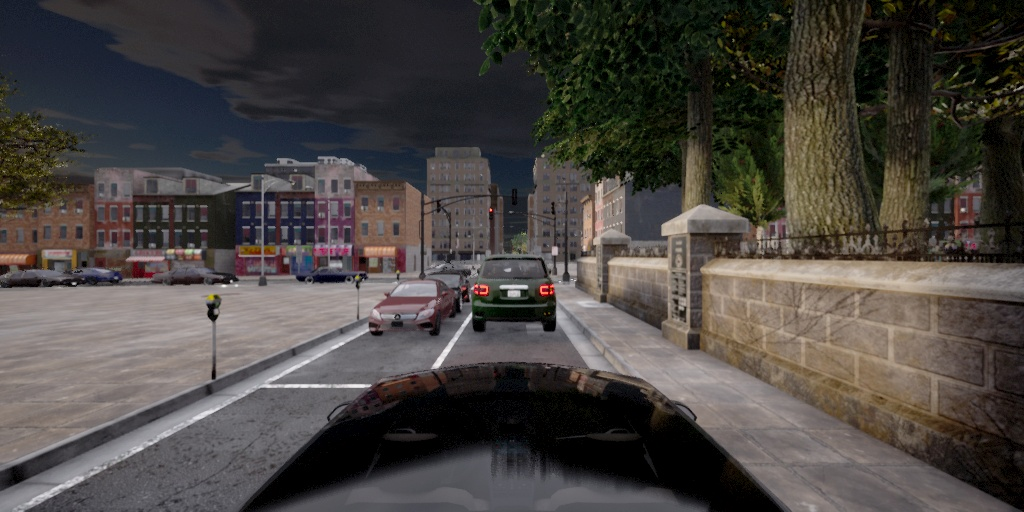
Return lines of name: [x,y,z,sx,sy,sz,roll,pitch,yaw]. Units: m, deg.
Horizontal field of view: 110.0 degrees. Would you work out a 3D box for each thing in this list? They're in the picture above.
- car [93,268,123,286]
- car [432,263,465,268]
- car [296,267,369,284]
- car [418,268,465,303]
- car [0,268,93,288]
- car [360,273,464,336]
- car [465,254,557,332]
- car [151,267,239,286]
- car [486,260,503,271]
car: [-35.192,1.700,29.778,4.674,1.442,1.812,-1,0,0]
car: [-5.745,1.305,30.817,4.674,1.442,1.812,-1,1,-39]
car: [-13.357,1.467,26.900,4.718,1.301,1.895,-1,0,0]
car: [-2.637,1.309,13.999,1.948,1.339,4.313,0,0,0]
car: [-35.424,1.728,26.843,5.357,1.411,2.033,-1,0,0]
car: [-2.637,1.327,10.336,1.802,1.307,4.207,0,0,0]
car: [0.076,0.967,11.015,2.150,2.045,5.566,0,0,1]
car: [-23.690,1.543,26.867,5.357,1.411,2.033,-1,0,0]
car: [-2.287,1.282,47.989,1.994,1.385,4.181,0,0,0]
